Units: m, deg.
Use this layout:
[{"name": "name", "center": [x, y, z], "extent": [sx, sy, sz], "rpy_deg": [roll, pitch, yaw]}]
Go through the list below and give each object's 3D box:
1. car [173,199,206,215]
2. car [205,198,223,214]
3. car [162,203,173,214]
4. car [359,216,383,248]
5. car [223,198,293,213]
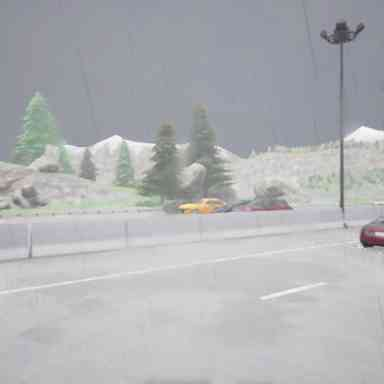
[{"name": "car", "center": [1.251, 1.330, 29.168], "extent": [5.008, 1.535, 1.882], "rpy_deg": [0, 0, -28]}, {"name": "car", "center": [3.850, 1.416, 26.596], "extent": [4.892, 1.490, 1.837], "rpy_deg": [0, 0, -28]}, {"name": "car", "center": [-0.736, 1.409, 32.068], "extent": [4.181, 1.385, 1.994], "rpy_deg": [0, 0, -28]}, {"name": "car", "center": [8.491, 1.471, 12.919], "extent": [4.181, 1.385, 1.994], "rpy_deg": [0, 0, -29]}, {"name": "car", "center": [4.850, 1.219, 23.157], "extent": [4.553, 1.767, 2.097], "rpy_deg": [-1, 0, -28]}]
